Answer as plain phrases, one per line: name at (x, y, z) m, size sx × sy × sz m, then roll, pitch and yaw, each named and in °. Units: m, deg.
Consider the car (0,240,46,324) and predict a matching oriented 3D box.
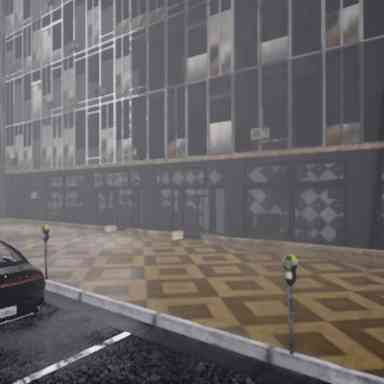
car at (-4.420, 1.469, 6.060) m, size 4.403 × 1.369 × 2.008 m, roll 1°, pitch 0°, yaw 36°
